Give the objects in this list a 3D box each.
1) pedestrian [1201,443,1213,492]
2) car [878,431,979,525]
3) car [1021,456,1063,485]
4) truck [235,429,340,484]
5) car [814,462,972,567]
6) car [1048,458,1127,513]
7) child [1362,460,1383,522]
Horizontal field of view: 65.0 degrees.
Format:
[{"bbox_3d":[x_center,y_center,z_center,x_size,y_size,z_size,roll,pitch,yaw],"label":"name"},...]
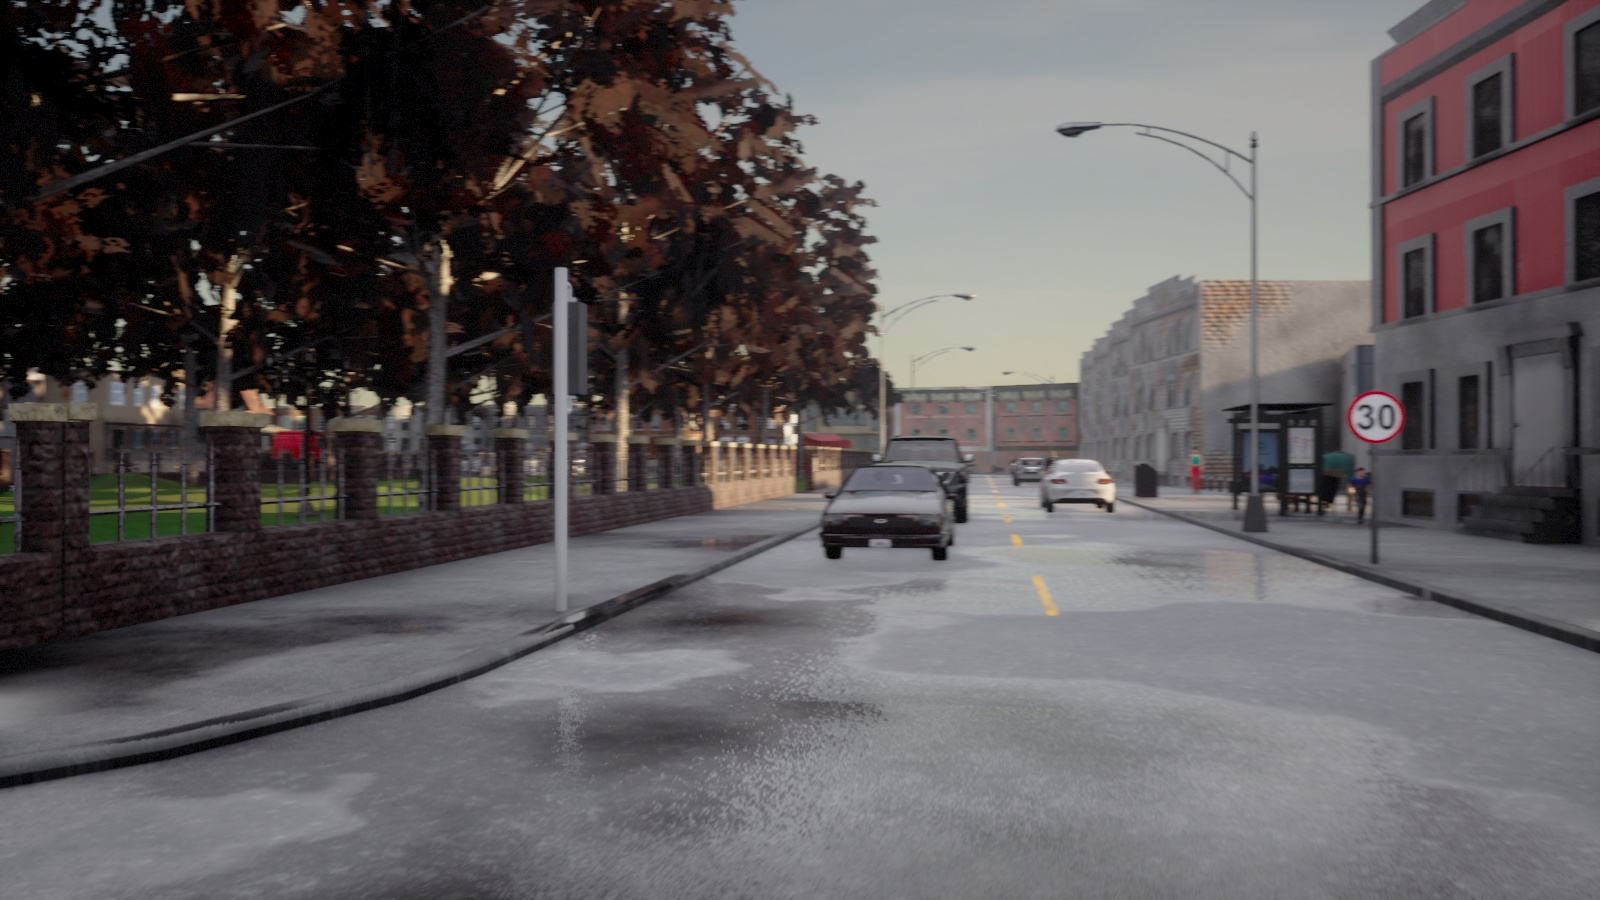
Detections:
[{"bbox_3d":[15.496,0.669,47.838,0.345,1.836,0.594,0,0,12],"label":"pedestrian"},{"bbox_3d":[3.190,0.632,30.222,2.150,2.045,5.566,0,0,8],"label":"car"},{"bbox_3d":[12.668,1.048,65.933,1.970,1.475,3.806,0,0,9],"label":"car"},{"bbox_3d":[-34.362,0.444,84.531,2.891,3.462,7.936,0,0,8],"label":"truck"},{"bbox_3d":[1.637,0.907,19.934,2.033,1.411,5.357,0,0,9],"label":"car"},{"bbox_3d":[8.010,0.946,35.272,1.812,1.442,4.674,0,0,9],"label":"car"},{"bbox_3d":[11.760,0.834,25.797,0.270,1.263,0.437,0,0,8],"label":"child"}]
